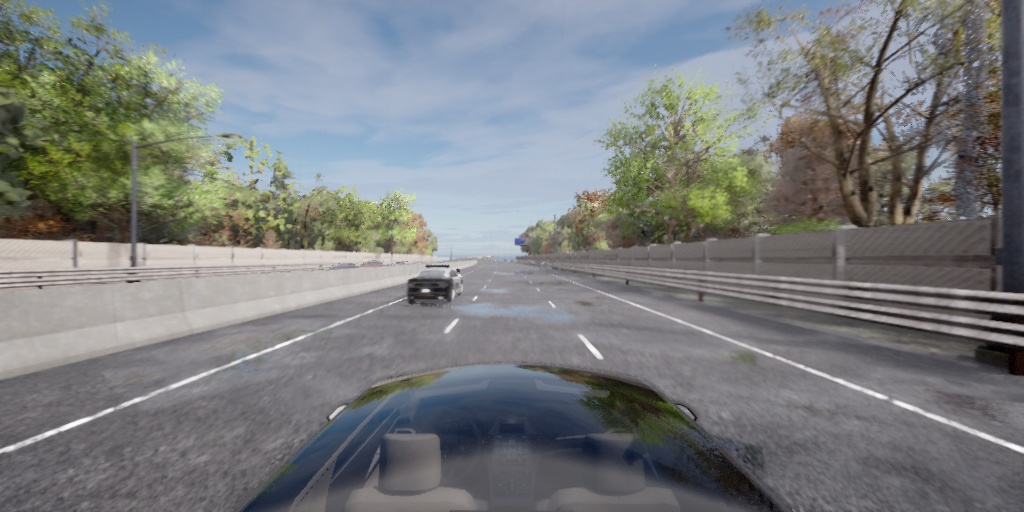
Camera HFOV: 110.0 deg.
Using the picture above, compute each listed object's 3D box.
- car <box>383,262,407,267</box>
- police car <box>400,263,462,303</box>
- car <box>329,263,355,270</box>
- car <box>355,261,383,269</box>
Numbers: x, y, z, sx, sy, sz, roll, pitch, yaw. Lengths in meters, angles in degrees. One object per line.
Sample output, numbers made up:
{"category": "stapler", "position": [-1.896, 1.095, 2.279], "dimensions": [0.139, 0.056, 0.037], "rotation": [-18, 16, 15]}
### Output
{"category": "car", "position": [-14.596, 1.553, 46.911], "dimensions": [2.128, 1.511, 4.902], "rotation": [0, 0, -1]}
{"category": "police car", "position": [-3.571, 1.261, 17.347], "dimensions": [1.930, 1.638, 5.238], "rotation": [0, 0, -1]}
{"category": "car", "position": [-21.572, 1.617, 46.340], "dimensions": [2.033, 1.411, 5.357], "rotation": [0, 0, -1]}
{"category": "car", "position": [-18.088, 1.418, 46.614], "dimensions": [2.097, 1.767, 4.553], "rotation": [0, 0, -1]}
